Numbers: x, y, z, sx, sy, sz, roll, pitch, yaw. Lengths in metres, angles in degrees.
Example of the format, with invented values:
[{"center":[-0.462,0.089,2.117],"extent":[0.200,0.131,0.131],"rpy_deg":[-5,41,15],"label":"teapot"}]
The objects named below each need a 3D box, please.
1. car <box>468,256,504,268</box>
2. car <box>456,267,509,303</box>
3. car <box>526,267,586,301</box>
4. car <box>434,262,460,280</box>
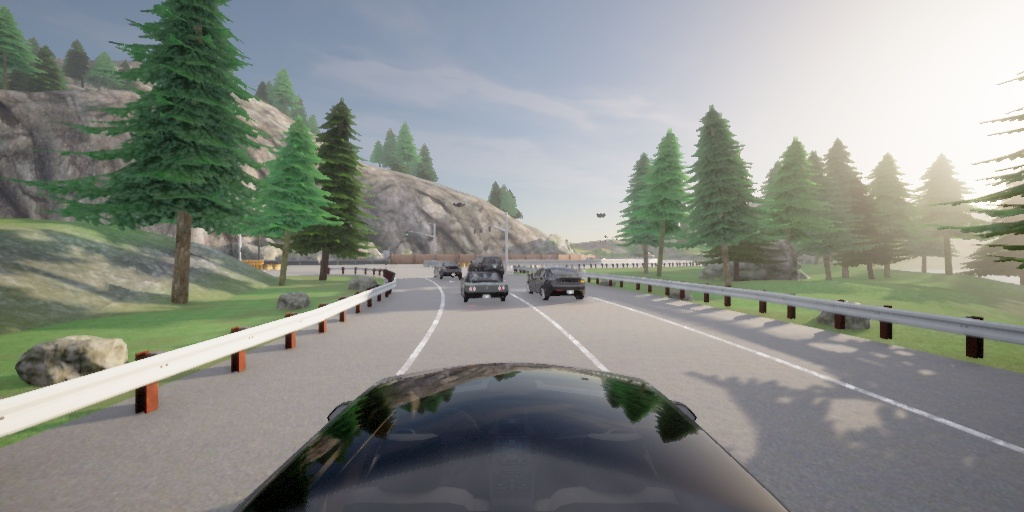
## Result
[{"center":[-2.428,1.005,32.794],"extent":[2.150,2.045,5.566],"rpy_deg":[0,0,-21],"label":"car"},{"center":[-1.441,1.363,16.811],"extent":[1.895,1.301,4.718],"rpy_deg":[0,0,-11],"label":"car"},{"center":[2.004,1.264,17.433],"extent":[1.837,1.490,4.892],"rpy_deg":[0,0,-11],"label":"car"},{"center":[-5.675,1.264,31.487],"extent":[1.837,1.490,4.892],"rpy_deg":[0,0,-21],"label":"car"}]
